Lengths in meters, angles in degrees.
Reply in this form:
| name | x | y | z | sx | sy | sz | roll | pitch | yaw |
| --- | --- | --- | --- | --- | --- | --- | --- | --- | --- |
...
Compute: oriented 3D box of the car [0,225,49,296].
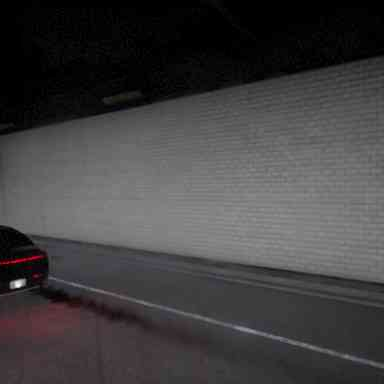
| name | x | y | z | sx | sy | sz | roll | pitch | yaw |
| --- | --- | --- | --- | --- | --- | --- | --- | --- | --- |
| car | -5.301 | 1.506 | 7.775 | 4.892 | 1.490 | 1.837 | 0 | 0 | 36 |
